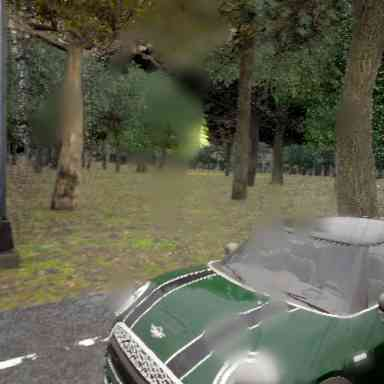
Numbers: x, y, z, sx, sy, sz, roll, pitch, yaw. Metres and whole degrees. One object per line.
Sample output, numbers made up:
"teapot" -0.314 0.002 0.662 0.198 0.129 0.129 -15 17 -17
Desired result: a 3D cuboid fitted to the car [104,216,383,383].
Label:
"car" 1.417 1.129 3.743 4.553 1.767 2.097 0 5 -34
